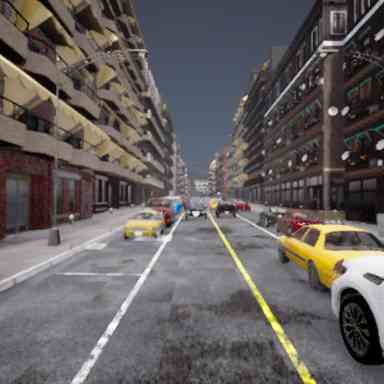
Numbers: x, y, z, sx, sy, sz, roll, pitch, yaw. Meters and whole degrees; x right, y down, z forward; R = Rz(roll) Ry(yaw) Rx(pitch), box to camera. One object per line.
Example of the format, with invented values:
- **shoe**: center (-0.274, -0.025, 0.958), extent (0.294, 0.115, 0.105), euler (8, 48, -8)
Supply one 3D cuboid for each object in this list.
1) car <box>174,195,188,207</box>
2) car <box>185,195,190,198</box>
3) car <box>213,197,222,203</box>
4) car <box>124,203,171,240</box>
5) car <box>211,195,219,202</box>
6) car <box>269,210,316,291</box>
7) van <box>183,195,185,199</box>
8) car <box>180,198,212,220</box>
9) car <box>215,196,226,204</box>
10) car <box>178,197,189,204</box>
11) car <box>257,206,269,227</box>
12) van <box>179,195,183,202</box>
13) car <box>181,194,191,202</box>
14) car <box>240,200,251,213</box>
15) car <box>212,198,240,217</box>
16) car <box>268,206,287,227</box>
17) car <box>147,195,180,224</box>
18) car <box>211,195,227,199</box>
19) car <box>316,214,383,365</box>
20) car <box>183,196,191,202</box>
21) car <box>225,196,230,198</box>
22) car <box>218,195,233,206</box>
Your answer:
- **car**: center (-1.820, 1.449, 56.116), extent (2.192, 1.841, 5.009), euler (2, 0, 1)
- **car**: center (-1.893, 1.427, 50.587), extent (2.192, 1.841, 5.009), euler (2, 0, 1)
- **car**: center (6.379, 1.910, 83.606), extent (1.802, 1.307, 4.206), euler (2, 0, 1)
- **car**: center (-2.339, 1.538, 17.237), extent (1.752, 1.417, 4.829), euler (2, 0, 1)
- **car**: center (6.532, 1.711, 94.669), extent (2.192, 1.841, 5.009), euler (2, 0, 1)
- **car**: center (3.673, 1.498, 9.003), extent (1.801, 1.575, 5.366), euler (0, 0, 1)
- **van**: center (-2.040, 1.412, 39.527), extent (1.690, 1.788, 3.998), euler (2, 0, 1)
- **car**: center (0.353, 1.549, 28.414), extent (2.128, 1.511, 4.902), euler (0, 0, 1)
- **car**: center (6.238, 1.709, 72.545), extent (1.967, 1.590, 4.097), euler (2, 0, 1)
- **car**: center (-1.683, 1.747, 67.177), extent (1.947, 1.339, 4.313), euler (2, 0, 1)
- **car**: center (5.613, 1.635, 22.770), extent (2.008, 1.369, 4.403), euler (2, 0, 1)
- **van**: center (-2.112, 1.394, 33.996), extent (1.690, 1.788, 3.998), euler (2, 0, 1)
- **car**: center (-1.458, 1.583, 83.766), extent (2.192, 1.841, 5.009), euler (2, 0, 1)
- **car**: center (5.832, 1.676, 39.361), extent (1.887, 1.381, 4.507), euler (2, 0, 1)
- **car**: center (3.184, 1.593, 32.219), extent (1.837, 1.490, 4.892), euler (0, 0, 1)
- **car**: center (5.540, 1.618, 17.239), extent (1.887, 1.381, 4.507), euler (2, 0, 1)
- **car**: center (-2.257, 1.340, 22.938), extent (2.192, 1.841, 5.009), euler (2, 0, 1)
- **car**: center (3.341, 1.610, 45.425), extent (1.882, 1.535, 5.008), euler (0, 0, 1)
- **car**: center (3.339, 1.254, 2.785), extent (2.150, 2.045, 5.566), euler (0, 0, -4)
- **car**: center (-1.392, 1.846, 89.296), extent (1.887, 1.381, 4.507), euler (2, 0, 1)
- **car**: center (5.905, 1.696, 44.890), extent (1.887, 1.381, 4.507), euler (2, 0, 1)
- **car**: center (6.096, 1.531, 61.484), extent (2.192, 1.841, 5.009), euler (2, 0, 1)
